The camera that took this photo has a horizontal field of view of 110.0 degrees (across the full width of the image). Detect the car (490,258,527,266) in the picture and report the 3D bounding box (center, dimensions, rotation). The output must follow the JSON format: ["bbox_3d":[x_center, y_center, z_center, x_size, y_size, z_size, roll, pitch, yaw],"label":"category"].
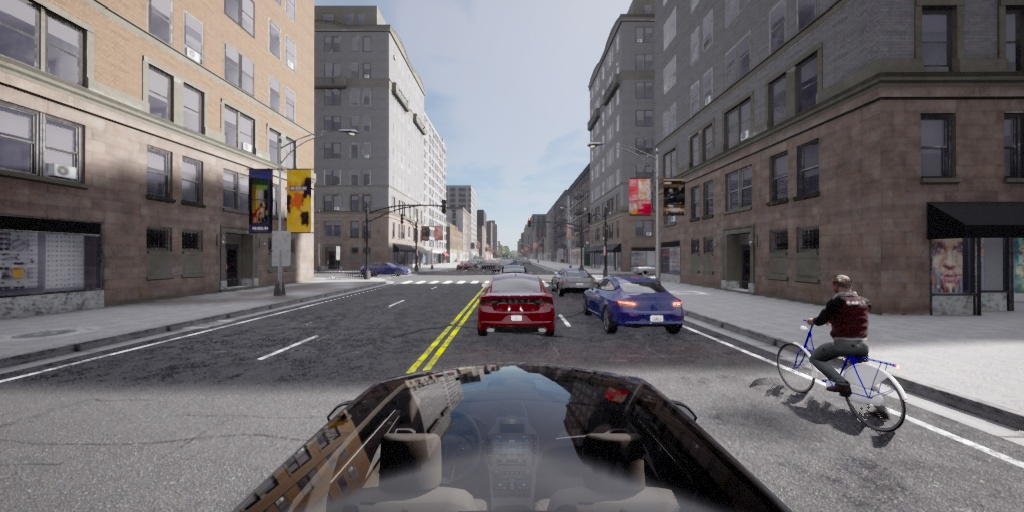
[{"bbox_3d":[-0.326,1.312,43.140,2.033,1.411,5.357,0,0,21],"label":"car"}]

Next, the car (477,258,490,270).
[{"bbox_3d":[-3.347,1.366,50.404,1.895,1.301,4.718,0,0,0],"label":"car"}]

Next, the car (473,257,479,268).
[{"bbox_3d":[-6.591,1.273,59.458,1.837,1.490,4.892,0,0,0],"label":"car"}]

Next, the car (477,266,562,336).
[{"bbox_3d":[0.101,1.229,10.437,1.882,1.535,5.008,0,0,0],"label":"car"}]

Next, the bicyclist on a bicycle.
[{"bbox_3d":[4.146,1.121,4.702,0.659,1.776,1.843,0,0,0],"label":"bicyclist on a bicycle"}]

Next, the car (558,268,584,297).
[{"bbox_3d":[3.249,1.317,19.173,1.994,1.385,4.181,0,0,0],"label":"car"}]

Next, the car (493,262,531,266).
[{"bbox_3d":[0.100,1.258,19.920,1.837,1.490,4.892,0,0,0],"label":"car"}]

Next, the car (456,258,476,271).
[{"bbox_3d":[-6.608,1.366,50.356,1.895,1.301,4.718,0,0,0],"label":"car"}]

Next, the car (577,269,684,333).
[{"bbox_3d":[3.346,1.277,10.573,1.812,1.442,4.674,0,0,0],"label":"car"}]

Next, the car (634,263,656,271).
[{"bbox_3d":[15.048,1.409,37.146,4.718,1.301,1.895,0,0,1],"label":"car"}]

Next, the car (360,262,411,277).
[{"bbox_3d":[-12.075,1.269,34.287,4.674,1.442,1.812,0,0,0],"label":"car"}]
